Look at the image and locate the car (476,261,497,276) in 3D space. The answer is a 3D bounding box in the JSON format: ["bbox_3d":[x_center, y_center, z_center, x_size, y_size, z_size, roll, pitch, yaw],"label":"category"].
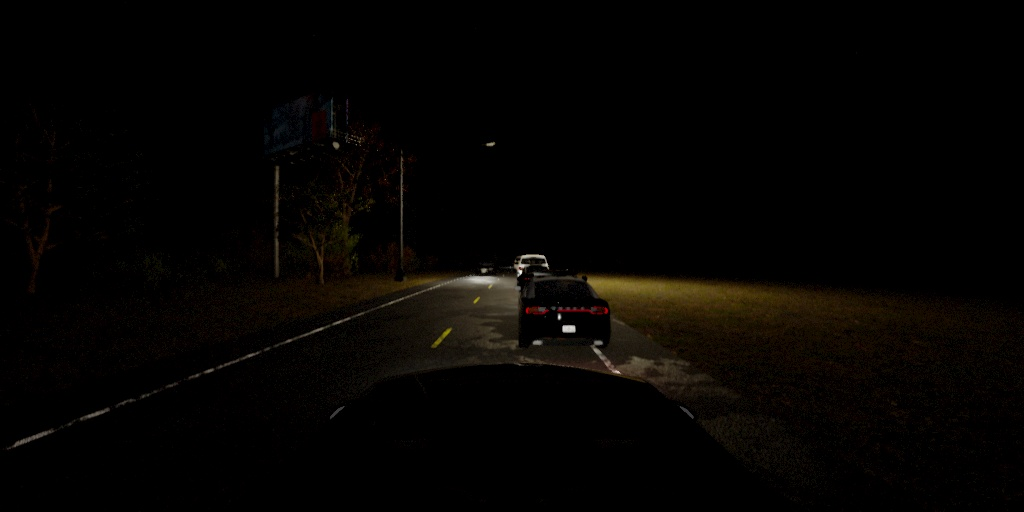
[{"bbox_3d":[-2.671,1.310,38.095,2.128,1.511,4.902,0,0,3],"label":"car"}]

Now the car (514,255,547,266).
[{"bbox_3d":[1.445,0.985,25.180,2.150,2.045,5.566,0,0,2],"label":"car"}]

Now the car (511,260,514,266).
[{"bbox_3d":[1.393,1.089,46.525,2.150,2.045,5.566,0,0,4],"label":"car"}]

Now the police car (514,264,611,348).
[{"bbox_3d":[1.099,1.165,9.316,1.930,1.638,5.238,0,0,1],"label":"police car"}]

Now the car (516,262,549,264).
[{"bbox_3d":[1.276,1.252,19.172,1.837,1.490,4.892,0,0,1],"label":"car"}]
